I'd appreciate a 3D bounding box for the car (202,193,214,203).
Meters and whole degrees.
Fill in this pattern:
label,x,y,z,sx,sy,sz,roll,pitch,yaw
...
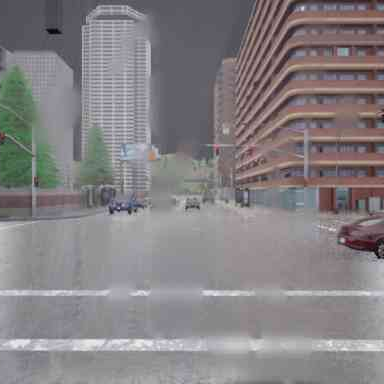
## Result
label,x,y,z,sx,sy,sz,roll,pitch,yaw
car,3.405,1.221,68.668,2.150,2.045,5.566,0,0,0

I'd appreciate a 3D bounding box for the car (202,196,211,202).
label,x,y,z,sx,sy,sz,roll,pitch,yaw
car,3.391,1.576,78.236,1.895,1.301,4.718,0,0,0

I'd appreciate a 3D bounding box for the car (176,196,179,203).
label,x,y,z,sx,sy,sz,roll,pitch,yaw
car,-3.663,1.547,57.054,2.033,1.411,5.357,0,0,0

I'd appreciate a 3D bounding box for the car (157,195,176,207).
label,x,y,z,sx,sy,sz,roll,pitch,yaw
car,-3.658,1.526,47.343,1.812,1.442,4.674,0,0,0

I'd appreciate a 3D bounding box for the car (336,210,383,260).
label,x,y,z,sx,sy,sz,roll,pitch,yaw
car,7.558,1.490,11.723,4.674,1.442,1.812,-1,0,-2

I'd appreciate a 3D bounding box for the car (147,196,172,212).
label,x,y,z,sx,sy,sz,roll,pitch,yaw
car,-3.651,1.526,38.247,1.812,1.442,4.674,0,0,0

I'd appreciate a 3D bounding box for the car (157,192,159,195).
label,x,y,z,sx,sy,sz,roll,pitch,yaw
car,-7.134,1.352,64.775,2.097,1.767,4.553,0,0,0

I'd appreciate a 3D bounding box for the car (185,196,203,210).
label,x,y,z,sx,sy,sz,roll,pitch,yaw
car,0.058,1.547,43.920,2.033,1.411,5.357,0,0,-1

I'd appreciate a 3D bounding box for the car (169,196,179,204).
label,x,y,z,sx,sy,sz,roll,pitch,yaw
car,-3.615,1.526,67.010,1.812,1.442,4.674,0,0,0

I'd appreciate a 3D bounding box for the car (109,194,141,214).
label,x,y,z,sx,sy,sz,roll,pitch,yaw
car,-7.150,1.222,35.187,2.150,2.045,5.566,0,0,0

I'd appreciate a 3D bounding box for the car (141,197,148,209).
label,x,y,z,sx,sy,sz,roll,pitch,yaw
car,-7.163,1.547,45.437,2.033,1.411,5.357,0,0,0

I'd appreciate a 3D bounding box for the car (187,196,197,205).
label,x,y,z,sx,sy,sz,roll,pitch,yaw
car,0.012,1.477,62.121,1.882,1.535,5.008,0,0,0
